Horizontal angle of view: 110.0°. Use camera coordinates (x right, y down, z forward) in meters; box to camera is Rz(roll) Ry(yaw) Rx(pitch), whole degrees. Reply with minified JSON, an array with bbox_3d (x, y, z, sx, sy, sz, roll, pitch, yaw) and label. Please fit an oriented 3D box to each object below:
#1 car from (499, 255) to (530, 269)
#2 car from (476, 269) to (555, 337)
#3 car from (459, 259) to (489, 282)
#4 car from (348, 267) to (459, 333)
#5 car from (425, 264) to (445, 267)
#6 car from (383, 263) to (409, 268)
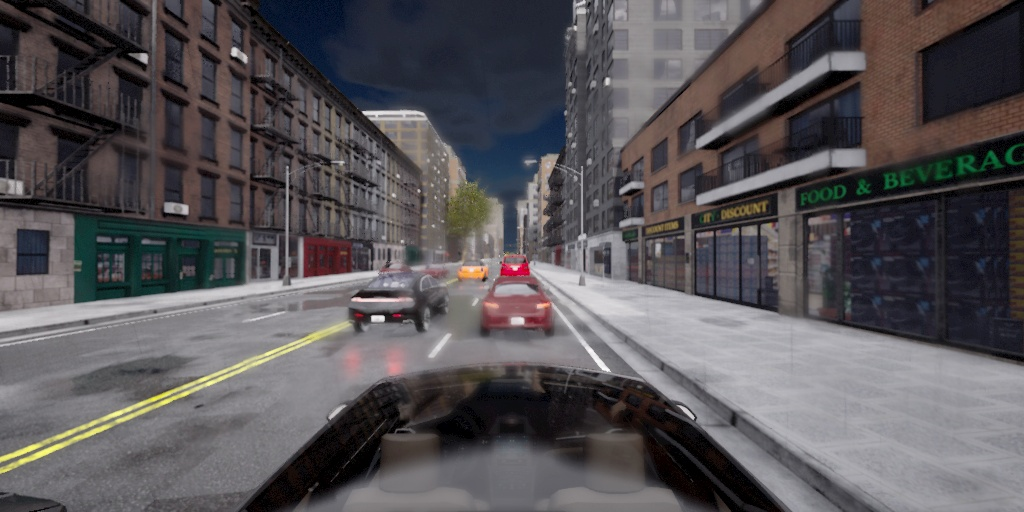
[{"bbox_3d":[0.216,0.977,27.312,2.150,2.045,5.566,0,0,0],"label":"car"},{"bbox_3d":[0.135,1.275,10.214,1.812,1.442,4.674,0,0,0],"label":"car"},{"bbox_3d":[-3.030,1.109,29.007,2.097,1.767,4.553,0,0,0],"label":"car"},{"bbox_3d":[-3.107,1.241,10.719,2.128,1.511,4.902,0,0,0],"label":"car"},{"bbox_3d":[-6.478,1.358,29.547,1.895,1.301,4.718,0,0,0],"label":"car"},{"bbox_3d":[-9.726,1.284,30.222,1.812,1.442,4.674,0,0,0],"label":"car"}]
